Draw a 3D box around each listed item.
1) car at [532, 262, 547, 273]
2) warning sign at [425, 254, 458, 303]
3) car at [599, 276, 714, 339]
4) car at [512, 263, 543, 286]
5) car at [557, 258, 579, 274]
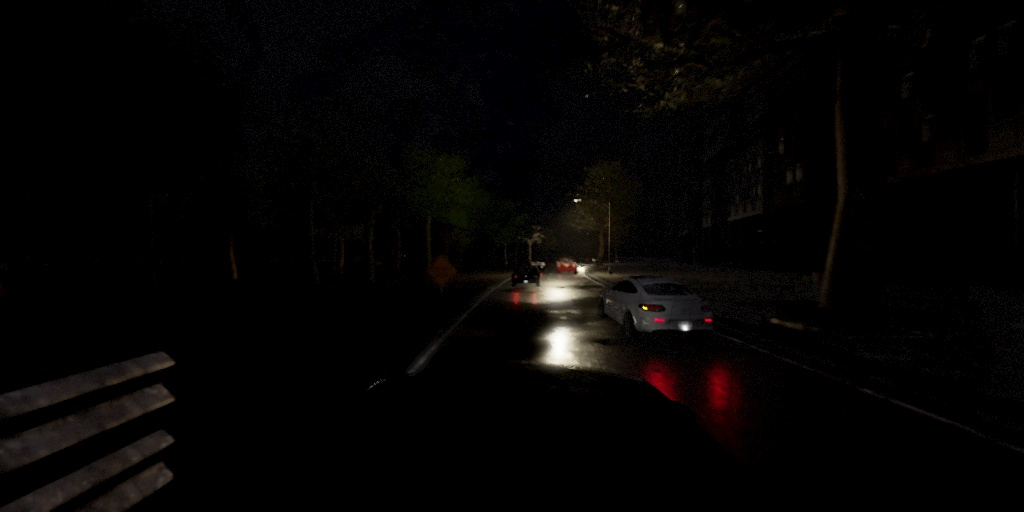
[{"bbox_3d":[3.246,1.366,43.884,1.895,1.301,4.718,0,0,9],"label":"car"},{"bbox_3d":[-2.804,0.866,14.287,1.300,1.860,1.060,0,0,2],"label":"warning sign"},{"bbox_3d":[3.739,1.277,9.934,1.812,1.442,4.674,0,0,1],"label":"car"},{"bbox_3d":[1.076,1.356,25.182,1.895,1.301,4.718,0,0,5],"label":"car"},{"bbox_3d":[6.211,1.115,40.493,2.097,1.767,4.553,0,0,9],"label":"car"}]
